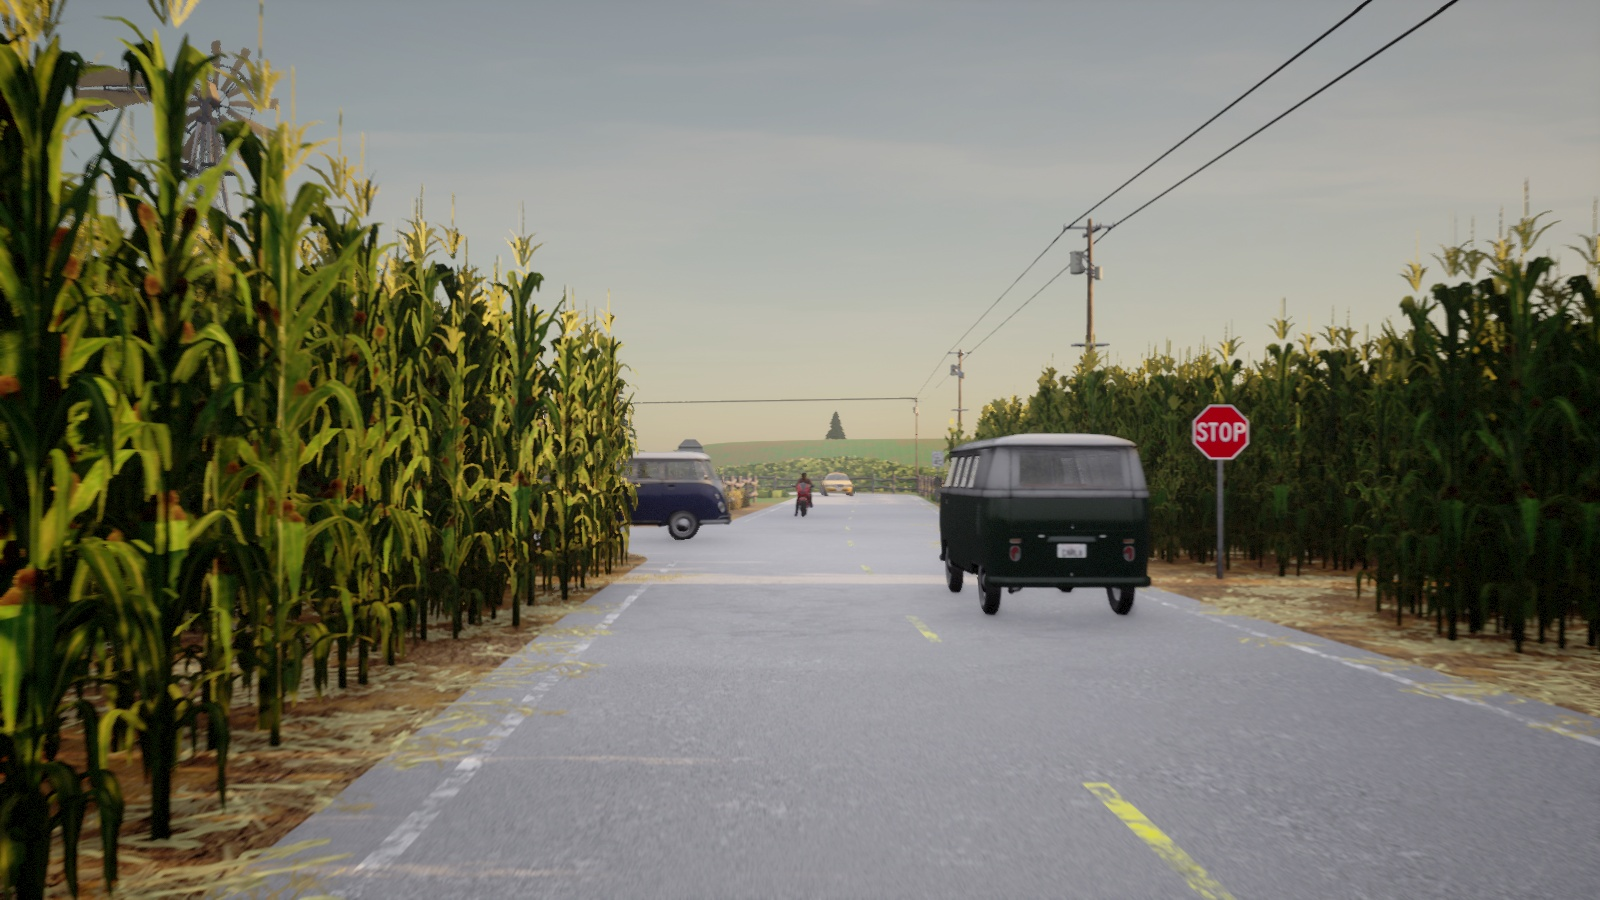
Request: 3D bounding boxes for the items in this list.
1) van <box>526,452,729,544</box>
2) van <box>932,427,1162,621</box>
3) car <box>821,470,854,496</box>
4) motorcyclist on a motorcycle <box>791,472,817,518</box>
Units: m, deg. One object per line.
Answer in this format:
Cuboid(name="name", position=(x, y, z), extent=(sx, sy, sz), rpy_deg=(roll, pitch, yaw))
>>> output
Cuboid(name="van", position=(-3.861, 1.064, 28.640), extent=(4.442, 1.987, 1.775), rpy_deg=(0, -1, -3))
Cuboid(name="van", position=(2.771, 0.806, 15.144), extent=(1.775, 1.987, 4.442), rpy_deg=(0, -1, -2))
Cuboid(name="car", position=(2.313, 2.064, 78.884), extent=(1.801, 1.575, 5.366), rpy_deg=(0, -1, -1))
Cuboid(name="motorcyclist on a motorcycle", position=(0.140, 1.517, 43.063), extent=(0.797, 1.523, 2.044), rpy_deg=(0, -1, 3))
